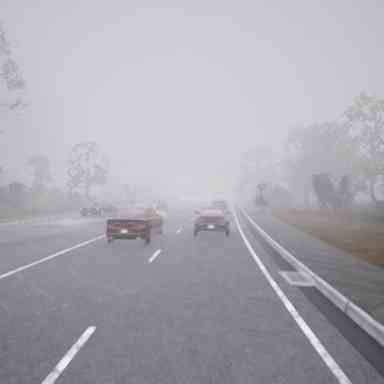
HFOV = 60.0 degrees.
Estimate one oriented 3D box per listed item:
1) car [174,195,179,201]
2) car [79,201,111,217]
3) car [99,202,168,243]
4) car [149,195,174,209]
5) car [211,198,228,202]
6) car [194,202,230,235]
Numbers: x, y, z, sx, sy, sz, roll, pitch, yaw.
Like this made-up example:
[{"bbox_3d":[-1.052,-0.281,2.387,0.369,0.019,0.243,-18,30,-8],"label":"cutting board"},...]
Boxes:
[{"bbox_3d":[-3.946,1.311,72.150,1.994,1.385,4.181,0,0,6],"label":"car"},{"bbox_3d":[-8.485,1.531,30.361,1.895,1.301,4.718,0,0,6],"label":"car"},{"bbox_3d":[-2.595,1.449,16.008,1.882,1.535,5.008,0,0,4],"label":"car"},{"bbox_3d":[-3.962,1.423,39.742,2.128,1.511,4.902,0,0,6],"label":"car"},{"bbox_3d":[3.256,1.448,39.621,2.128,1.511,4.902,0,0,6],"label":"car"},{"bbox_3d":[1.126,1.505,18.432,1.812,1.442,4.674,0,0,5],"label":"car"}]
